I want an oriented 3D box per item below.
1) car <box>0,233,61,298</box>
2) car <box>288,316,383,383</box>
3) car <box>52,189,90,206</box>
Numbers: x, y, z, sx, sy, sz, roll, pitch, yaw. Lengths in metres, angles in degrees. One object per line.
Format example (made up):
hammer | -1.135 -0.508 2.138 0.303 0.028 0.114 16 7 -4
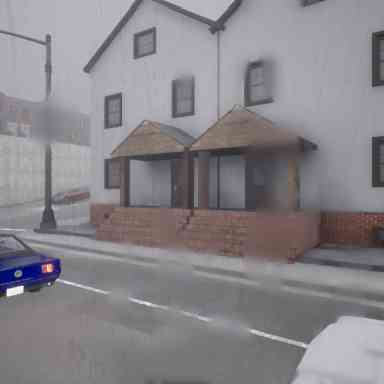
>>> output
car | -5.160 1.601 7.646 4.718 1.301 1.895 0 0 36
car | 2.959 1.601 1.872 4.718 1.301 1.895 0 0 36
car | -12.078 0.396 32.622 1.994 1.385 4.181 0 10 35
